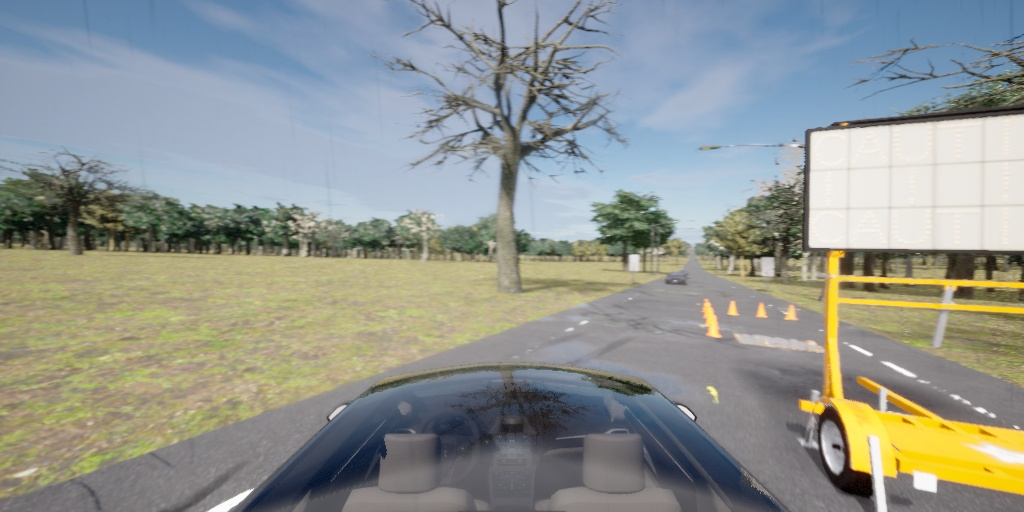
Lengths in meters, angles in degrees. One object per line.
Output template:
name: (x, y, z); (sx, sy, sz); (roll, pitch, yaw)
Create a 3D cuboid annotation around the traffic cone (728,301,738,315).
traffic cone: (9.375, 2.185, 15.224); (0.340, 0.580, 0.340); (0, 0, 27)

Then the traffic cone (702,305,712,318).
traffic cone: (6.686, 2.056, 12.102); (0.340, 0.580, 0.340); (0, 0, 27)

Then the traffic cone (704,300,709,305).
traffic cone: (7.584, 2.109, 13.888); (0.340, 0.580, 0.340); (0, 0, 27)

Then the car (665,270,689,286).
car: (17.718, 2.410, 38.701); (1.994, 1.385, 4.181); (1, -1, 27)

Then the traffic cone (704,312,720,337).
traffic cone: (5.788, 2.003, 10.316); (0.340, 0.580, 0.340); (0, 0, 27)

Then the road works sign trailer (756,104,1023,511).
road works sign trailer: (4.262, 0.374, 3.617); (2.380, 3.560, 2.880); (0, 0, 22)
